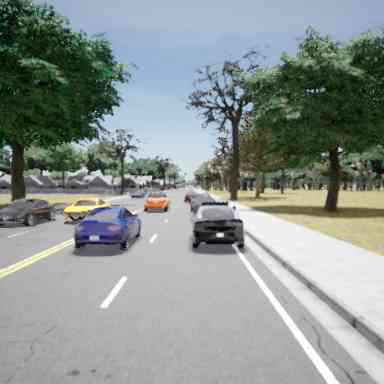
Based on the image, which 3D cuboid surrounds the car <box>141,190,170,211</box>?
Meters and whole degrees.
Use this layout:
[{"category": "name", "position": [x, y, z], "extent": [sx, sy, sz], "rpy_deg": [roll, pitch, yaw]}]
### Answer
[{"category": "car", "position": [-3.236, 0.828, 31.782], "extent": [2.097, 1.767, 4.553], "rpy_deg": [0, 1, 0]}]

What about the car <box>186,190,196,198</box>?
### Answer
[{"category": "car", "position": [-0.183, 0.418, 67.180], "extent": [1.882, 1.535, 5.008], "rpy_deg": [0, 1, 0]}]

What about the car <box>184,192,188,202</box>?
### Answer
[{"category": "car", "position": [-0.132, 0.695, 48.457], "extent": [1.882, 1.535, 5.008], "rpy_deg": [0, 1, 0]}]

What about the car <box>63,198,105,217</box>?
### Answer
[{"category": "car", "position": [-6.659, 1.118, 21.556], "extent": [1.882, 1.535, 5.008], "rpy_deg": [0, 1, 0]}]

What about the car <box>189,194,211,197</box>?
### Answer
[{"category": "car", "position": [0.910, 1.113, 23.578], "extent": [1.837, 1.490, 4.892], "rpy_deg": [0, 1, 0]}]

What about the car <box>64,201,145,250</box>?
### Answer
[{"category": "car", "position": [-3.186, 1.304, 13.136], "extent": [1.812, 1.442, 4.674], "rpy_deg": [0, 1, 0]}]

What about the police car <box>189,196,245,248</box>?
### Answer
[{"category": "police car", "position": [0.937, 1.195, 13.687], "extent": [1.930, 1.638, 5.238], "rpy_deg": [0, 1, 0]}]

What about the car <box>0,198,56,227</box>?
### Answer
[{"category": "car", "position": [-9.904, 1.168, 20.084], "extent": [1.837, 1.490, 4.892], "rpy_deg": [0, 1, 0]}]

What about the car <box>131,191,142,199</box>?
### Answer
[{"category": "car", "position": [-9.943, 0.562, 61.548], "extent": [2.033, 1.411, 5.357], "rpy_deg": [0, 1, 0]}]

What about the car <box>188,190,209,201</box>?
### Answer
[{"category": "car", "position": [0.893, 0.864, 29.545], "extent": [2.097, 1.767, 4.553], "rpy_deg": [0, 1, 0]}]

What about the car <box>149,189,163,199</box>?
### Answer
[{"category": "car", "position": [-6.701, 0.360, 62.024], "extent": [2.097, 1.767, 4.553], "rpy_deg": [0, 1, 0]}]
